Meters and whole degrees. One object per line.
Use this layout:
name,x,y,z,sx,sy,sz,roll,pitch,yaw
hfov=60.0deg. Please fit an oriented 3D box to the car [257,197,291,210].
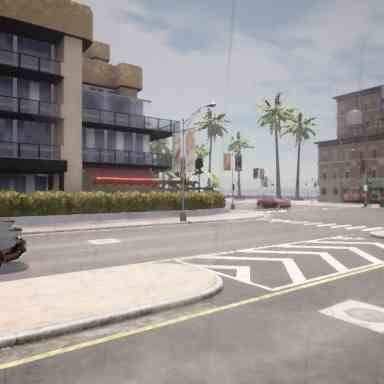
car,10.868,1.477,44.294,1.882,1.535,5.008,0,0,-35

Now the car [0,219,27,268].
car,-7.086,1.492,8.770,4.902,1.511,2.128,0,0,-36

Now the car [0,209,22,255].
car,-8.898,1.492,11.773,4.902,1.511,2.128,0,0,-35
